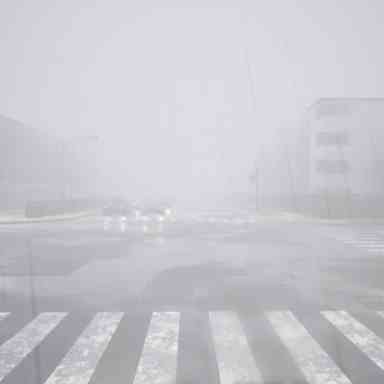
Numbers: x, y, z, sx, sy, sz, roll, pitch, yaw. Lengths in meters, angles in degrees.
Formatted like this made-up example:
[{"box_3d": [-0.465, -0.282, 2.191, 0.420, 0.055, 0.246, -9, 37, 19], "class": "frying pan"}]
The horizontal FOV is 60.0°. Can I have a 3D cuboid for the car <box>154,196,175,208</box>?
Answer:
[{"box_3d": [-3.870, 1.490, 47.227, 2.128, 1.511, 4.902, 0, 0, -1], "class": "car"}]

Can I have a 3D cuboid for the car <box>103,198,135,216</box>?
[{"box_3d": [-7.236, 1.351, 32.561, 2.097, 1.767, 4.553, 0, 0, -1], "class": "car"}]

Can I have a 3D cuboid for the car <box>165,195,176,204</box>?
[{"box_3d": [-4.444, 1.474, 66.924, 1.882, 1.535, 5.008, 0, 0, -8], "class": "car"}]

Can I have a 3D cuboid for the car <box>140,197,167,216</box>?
[{"box_3d": [-3.694, 1.524, 32.611, 1.812, 1.442, 4.674, 0, 0, -2], "class": "car"}]

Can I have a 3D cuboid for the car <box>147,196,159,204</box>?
[{"box_3d": [-7.959, 1.493, 67.057, 2.128, 1.511, 4.902, 0, 0, -10], "class": "car"}]

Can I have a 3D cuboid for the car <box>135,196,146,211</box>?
[{"box_3d": [-7.210, 1.523, 41.121, 1.812, 1.442, 4.674, 0, 0, -1], "class": "car"}]
